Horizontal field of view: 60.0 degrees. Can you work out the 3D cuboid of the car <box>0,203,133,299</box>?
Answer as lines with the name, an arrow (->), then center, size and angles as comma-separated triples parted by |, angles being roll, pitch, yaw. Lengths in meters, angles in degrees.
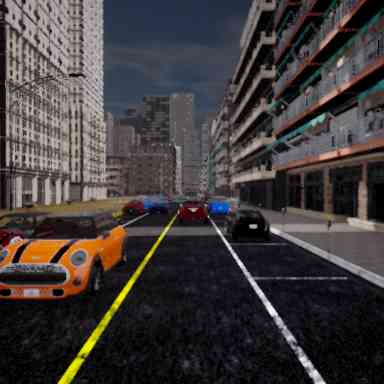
car -> -3.072, 1.335, 8.620 | 2.097, 1.767, 4.553 | 0, 0, 0

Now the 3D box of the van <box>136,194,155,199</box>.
van -> -5.695, 1.279, 38.747 | 1.690, 1.788, 3.998 | 0, 0, 0

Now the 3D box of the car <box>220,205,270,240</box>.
car -> 2.685, 1.536, 16.635 | 1.947, 1.339, 4.313 | 0, 0, 0

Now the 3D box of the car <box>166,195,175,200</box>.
car -> -5.690, 1.448, 88.495 | 2.008, 1.369, 4.403 | 0, 0, 0

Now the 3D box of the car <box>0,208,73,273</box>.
car -> -5.696, 1.420, 11.109 | 1.967, 1.590, 4.097 | 0, 0, 0

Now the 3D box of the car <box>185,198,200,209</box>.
car -> 0.097, 1.493, 45.866 | 1.994, 1.385, 4.181 | 0, 0, 0

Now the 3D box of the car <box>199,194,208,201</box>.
car -> 2.689, 1.343, 77.439 | 1.967, 1.590, 4.097 | 0, 0, 0

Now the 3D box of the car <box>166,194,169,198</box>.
car -> -5.692, 1.496, 60.857 | 1.802, 1.307, 4.206 | 0, 0, 0

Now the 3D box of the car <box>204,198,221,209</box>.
car -> 2.687, 1.482, 44.273 | 2.008, 1.369, 4.403 | 0, 0, 0

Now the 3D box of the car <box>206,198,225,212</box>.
car -> 2.687, 1.483, 38.746 | 1.887, 1.381, 4.507 | 0, 0, 0

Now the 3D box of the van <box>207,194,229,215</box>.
van -> 2.686, 1.287, 33.217 | 1.690, 1.788, 3.998 | 0, 0, 0

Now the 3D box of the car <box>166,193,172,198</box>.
car -> -5.692, 1.461, 66.385 | 2.008, 1.369, 4.403 | 0, 0, 0

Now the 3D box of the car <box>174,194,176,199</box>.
car -> -5.691, 1.445, 82.968 | 1.887, 1.381, 4.507 | 0, 0, 0

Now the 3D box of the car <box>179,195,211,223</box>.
car -> 0.102, 1.309, 25.267 | 2.097, 1.767, 4.553 | 0, 0, 0

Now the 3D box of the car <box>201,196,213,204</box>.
car -> 2.689, 1.480, 60.856 | 1.947, 1.339, 4.313 | 0, 0, 0

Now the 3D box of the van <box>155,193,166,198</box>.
van -> -5.694, 1.260, 55.329 | 1.690, 1.788, 3.998 | 0, 0, 0

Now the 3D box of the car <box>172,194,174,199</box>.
car -> -5.693, 1.221, 71.912 | 2.192, 1.841, 5.009 | 0, 0, 0

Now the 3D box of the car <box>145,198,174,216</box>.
car -> -3.036, 1.548, 32.412 | 1.895, 1.301, 4.718 | 0, 0, 1

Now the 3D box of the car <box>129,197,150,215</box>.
car -> -5.694, 1.491, 33.219 | 1.887, 1.381, 4.507 | 0, 0, 0
